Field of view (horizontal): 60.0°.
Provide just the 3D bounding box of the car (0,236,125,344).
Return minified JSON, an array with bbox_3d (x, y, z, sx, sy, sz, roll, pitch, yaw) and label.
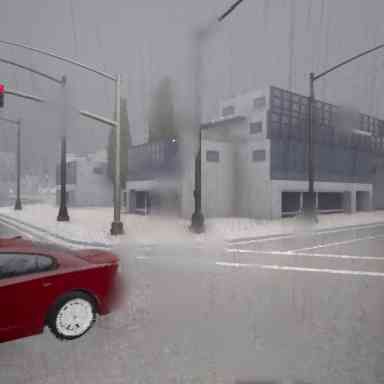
[{"bbox_3d":[-3.471,1.472,4.883,5.008,1.535,1.882,0,0,-38],"label":"car"}]
